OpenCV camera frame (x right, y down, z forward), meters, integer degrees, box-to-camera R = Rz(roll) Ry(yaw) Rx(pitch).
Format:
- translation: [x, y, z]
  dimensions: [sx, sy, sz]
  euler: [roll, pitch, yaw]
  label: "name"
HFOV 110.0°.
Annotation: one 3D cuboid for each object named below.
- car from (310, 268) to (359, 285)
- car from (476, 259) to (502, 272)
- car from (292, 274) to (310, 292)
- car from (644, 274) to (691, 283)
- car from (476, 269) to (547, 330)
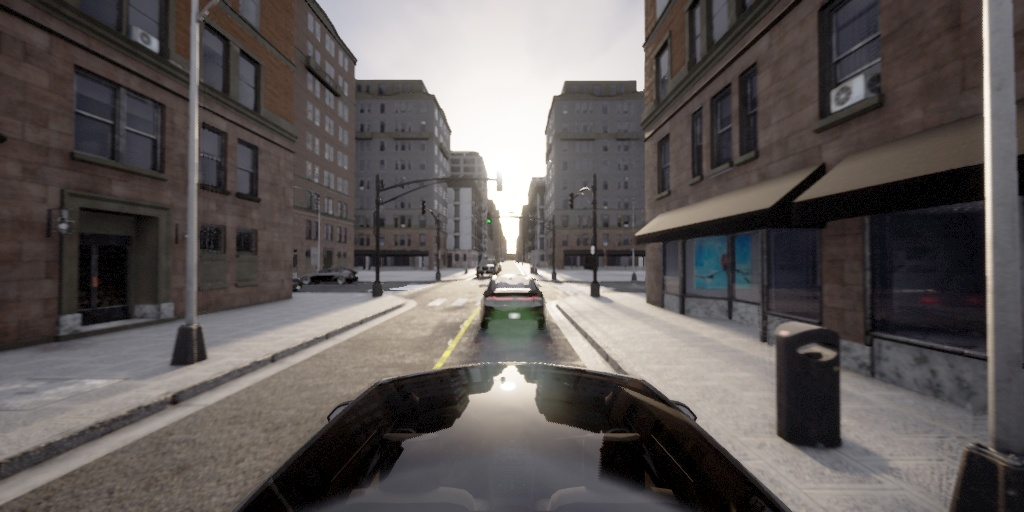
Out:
- translation: [-14.754, 1.616, 29.158]
  dimensions: [4.313, 1.339, 1.948]
  euler: [0, 0, 0]
  label: "car"
- translation: [-2.810, 1.363, 41.747]
  dimensions: [2.150, 2.045, 5.566]
  euler: [0, -1, 3]
  label: "car"
- translation: [-14.762, 1.492, 21.132]
  dimensions: [4.313, 1.339, 1.948]
  euler: [0, 0, 0]
  label: "car"
- translation: [12.045, 1.574, 26.597]
  dimensions: [4.181, 1.385, 1.994]
  euler: [0, -1, 0]
  label: "car"
- translation: [-0.041, 1.344, 11.637]
  dimensions: [2.128, 1.511, 4.902]
  euler: [0, -1, -2]
  label: "car"
